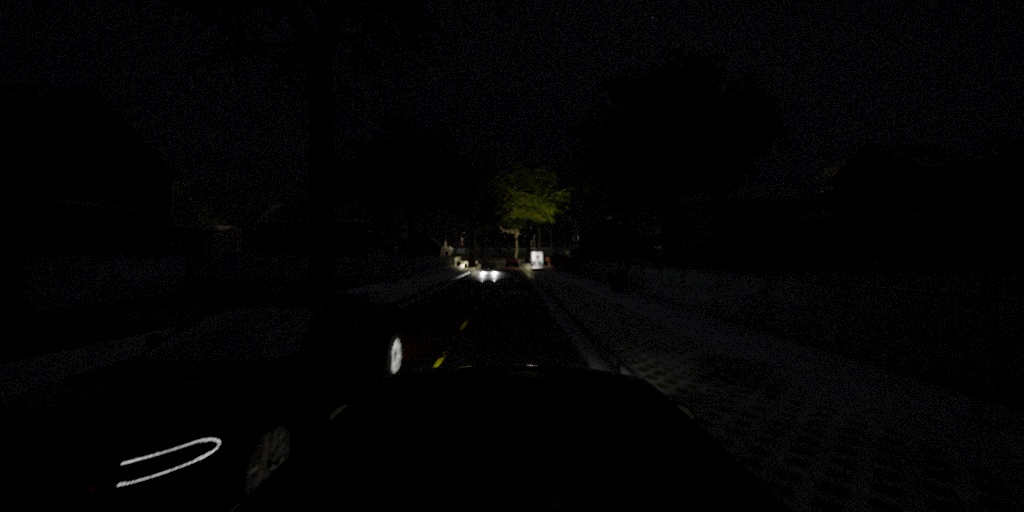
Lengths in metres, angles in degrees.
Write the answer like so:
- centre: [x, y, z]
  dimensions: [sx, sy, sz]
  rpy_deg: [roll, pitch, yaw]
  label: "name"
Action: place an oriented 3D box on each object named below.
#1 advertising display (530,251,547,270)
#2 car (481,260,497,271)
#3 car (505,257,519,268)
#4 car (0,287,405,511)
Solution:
- centre: [3.002, 0.627, 42.367]
  dimensions: [1.540, 2.440, 0.280]
  rpy_deg: [0, 0, 0]
  label: "advertising display"
- centre: [-2.849, 1.197, 45.237]
  dimensions: [1.895, 1.301, 4.718]
  rpy_deg: [0, 0, 0]
  label: "car"
- centre: [0.018, 1.009, 55.210]
  dimensions: [1.882, 1.535, 5.008]
  rpy_deg: [0, 1, 1]
  label: "car"
- centre: [-2.841, 1.226, 4.460]
  dimensions: [1.882, 1.535, 5.008]
  rpy_deg: [0, 0, 0]
  label: "car"
